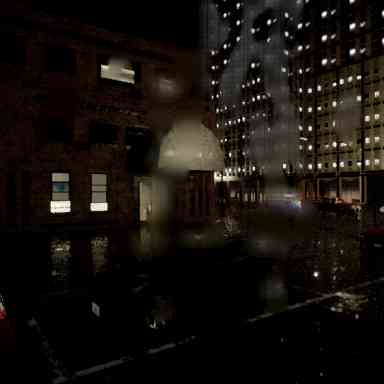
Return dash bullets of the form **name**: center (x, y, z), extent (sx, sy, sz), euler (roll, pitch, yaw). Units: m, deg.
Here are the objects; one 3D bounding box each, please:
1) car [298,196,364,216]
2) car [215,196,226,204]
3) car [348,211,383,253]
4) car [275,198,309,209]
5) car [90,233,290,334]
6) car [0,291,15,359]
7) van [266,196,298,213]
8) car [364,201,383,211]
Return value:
- **car**: center (13.123, 1.308, 31.738), extent (2.192, 1.841, 5.009), euler (0, 0, -35)
- **car**: center (4.086, 1.437, 59.407), extent (1.752, 1.417, 4.829), euler (0, 0, -35)
- **car**: center (8.031, 1.543, 12.430), extent (4.507, 1.381, 1.887), euler (0, 0, -35)
- **car**: center (13.676, 1.514, 45.622), extent (1.802, 1.307, 4.206), euler (0, 0, -35)
- **car**: center (0.185, 1.565, 6.764), extent (4.313, 1.339, 1.947), euler (0, 0, -35)
- **car**: center (-4.282, 1.440, 3.516), extent (4.097, 1.590, 1.967), euler (0, 0, -35)
- **van**: center (9.959, 1.326, 36.287), extent (1.690, 1.788, 3.998), euler (0, 0, -35)
- **car**: center (20.004, 1.499, 36.525), extent (2.008, 1.369, 4.403), euler (0, 0, -35)
